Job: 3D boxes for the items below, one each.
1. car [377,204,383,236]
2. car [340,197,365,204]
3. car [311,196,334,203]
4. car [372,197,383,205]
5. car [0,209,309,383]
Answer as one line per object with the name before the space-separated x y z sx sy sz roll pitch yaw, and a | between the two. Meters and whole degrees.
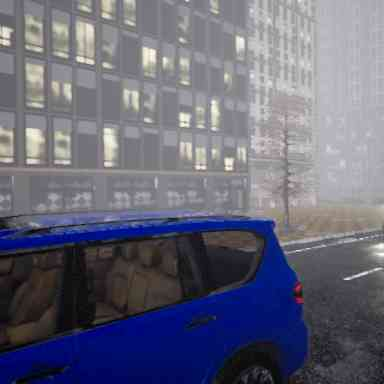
car | 11.427 1.497 16.803 5.008 1.535 1.882 0 0 -39
car | 28.007 1.461 58.367 1.802 1.307 4.206 -1 1 -38
car | 24.560 1.408 62.886 1.947 1.339 4.313 -1 1 -38
car | 31.488 1.482 53.871 1.947 1.339 4.313 -1 1 -38
car | -1.365 1.228 2.765 5.566 2.045 2.150 0 0 -36
